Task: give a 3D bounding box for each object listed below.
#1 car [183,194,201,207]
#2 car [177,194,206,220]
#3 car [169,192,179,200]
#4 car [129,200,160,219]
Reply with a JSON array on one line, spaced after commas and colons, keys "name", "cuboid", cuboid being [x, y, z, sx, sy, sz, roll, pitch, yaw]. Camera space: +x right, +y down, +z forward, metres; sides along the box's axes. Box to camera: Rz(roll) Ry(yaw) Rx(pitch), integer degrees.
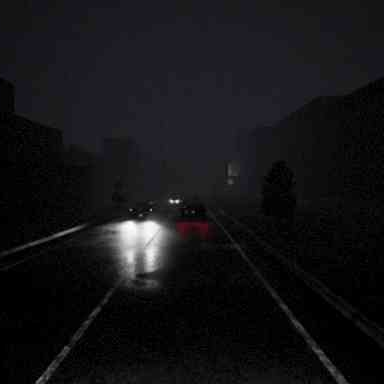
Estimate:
[{"name": "car", "cuboid": [0.014, 1.041, 41.581, 2.128, 1.511, 4.902, 0, 1, 0]}, {"name": "car", "cuboid": [0.072, 1.199, 25.265, 1.882, 1.535, 5.008, 0, 0, 0]}, {"name": "car", "cuboid": [-3.490, 0.846, 67.087, 2.128, 1.511, 4.902, 0, 0, 0]}, {"name": "car", "cuboid": [-3.600, 1.318, 25.651, 1.895, 1.301, 4.718, 0, 1, 0]}]
